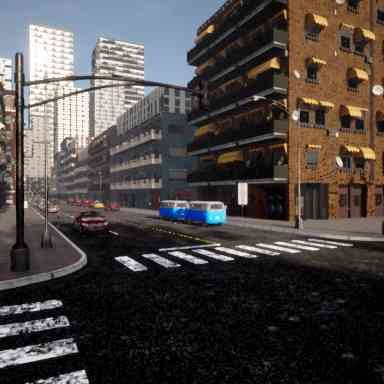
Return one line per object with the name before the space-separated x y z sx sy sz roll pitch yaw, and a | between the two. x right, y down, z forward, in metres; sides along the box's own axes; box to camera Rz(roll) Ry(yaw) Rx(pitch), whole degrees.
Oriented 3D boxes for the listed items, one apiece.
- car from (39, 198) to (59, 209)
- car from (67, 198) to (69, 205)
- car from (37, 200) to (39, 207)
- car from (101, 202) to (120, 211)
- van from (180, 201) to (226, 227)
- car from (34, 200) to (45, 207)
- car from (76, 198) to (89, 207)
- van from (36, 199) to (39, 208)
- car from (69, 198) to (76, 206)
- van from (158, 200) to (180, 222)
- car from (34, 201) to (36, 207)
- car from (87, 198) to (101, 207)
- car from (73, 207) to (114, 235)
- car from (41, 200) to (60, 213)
car | -21.954 2.151 51.015 1.967 1.590 4.097 -1 0 -27
car | -32.557 2.496 89.650 2.192 1.841 5.009 -1 0 -27
car | -24.526 2.333 55.989 2.008 1.369 4.403 -1 0 -27
car | -11.950 2.188 49.852 1.802 1.307 4.206 -1 0 -27
van | 0.922 1.590 24.979 1.690 1.788 3.998 -1 0 -27
car | -34.863 2.621 75.869 2.008 1.369 4.403 -1 0 -27
car | -22.256 2.208 69.751 2.192 1.841 5.009 -1 0 -27
van | -27.106 2.195 60.964 1.690 1.788 3.998 -1 0 -27
car | -27.407 2.352 79.700 2.192 1.841 5.009 -1 0 -27
van | -1.653 1.662 29.955 1.690 1.788 3.998 -1 0 -27
car | -32.278 2.313 70.903 2.192 1.841 5.009 -1 0 -27
car | -17.179 2.277 59.953 1.752 1.417 4.829 -1 0 -27
car | -6.499 1.864 21.167 1.802 1.307 4.206 -1 0 -27
car | -19.376 2.221 46.040 1.802 1.307 4.206 -1 0 -27
